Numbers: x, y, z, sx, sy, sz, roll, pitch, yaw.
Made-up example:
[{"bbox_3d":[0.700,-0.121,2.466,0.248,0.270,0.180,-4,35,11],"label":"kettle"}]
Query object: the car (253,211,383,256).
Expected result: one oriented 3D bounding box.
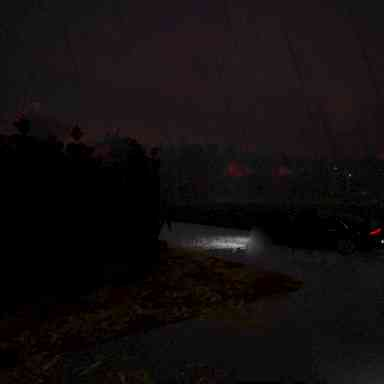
[{"bbox_3d":[4.825,1.538,13.274,4.892,1.490,1.837,-1,5,37],"label":"car"}]
